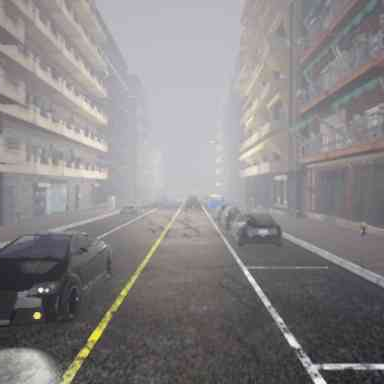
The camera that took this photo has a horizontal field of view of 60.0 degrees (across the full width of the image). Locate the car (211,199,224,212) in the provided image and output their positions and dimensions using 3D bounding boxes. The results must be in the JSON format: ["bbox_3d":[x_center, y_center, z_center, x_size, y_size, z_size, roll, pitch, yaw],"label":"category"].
[{"bbox_3d":[2.695,1.503,25.910,1.802,1.307,4.206,-1,0,0],"label":"car"}]

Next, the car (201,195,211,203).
[{"bbox_3d":[2.720,1.316,65.562,1.887,1.381,4.507,-1,0,0],"label":"car"}]

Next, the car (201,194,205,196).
[{"bbox_3d":[2.707,1.279,48.568,1.967,1.590,4.097,-1,0,0],"label":"car"}]

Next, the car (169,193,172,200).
[{"bbox_3d":[-5.660,1.338,65.513,1.947,1.339,4.313,-1,0,0],"label":"car"}]

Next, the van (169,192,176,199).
[{"bbox_3d":[-5.653,1.042,82.507,1.690,1.788,3.998,-1,0,0],"label":"van"}]

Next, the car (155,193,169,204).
[{"bbox_3d":[-5.664,1.321,59.676,1.752,1.417,4.829,-1,0,0],"label":"car"}]

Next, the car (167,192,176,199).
[{"bbox_3d":[-5.646,0.964,93.836,2.192,1.841,5.009,-1,0,0],"label":"car"}]

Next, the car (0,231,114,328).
[{"bbox_3d":[-3.016,1.543,6.991,1.994,1.385,4.181,0,0,1],"label":"car"}]

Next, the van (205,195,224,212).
[{"bbox_3d":[2.698,1.223,37.238,1.690,1.788,3.998,-1,0,0],"label":"van"}]

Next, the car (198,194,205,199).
[{"bbox_3d":[2.738,1.173,94.055,1.752,1.417,4.829,-1,0,0],"label":"car"}]

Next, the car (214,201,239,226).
[{"bbox_3d":[2.691,1.490,20.245,2.008,1.369,4.403,-1,0,0],"label":"car"}]

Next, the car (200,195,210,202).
[{"bbox_3d":[2.723,1.294,71.226,1.887,1.381,4.507,-1,0,0],"label":"car"}]

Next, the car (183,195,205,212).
[{"bbox_3d":[0.127,1.384,37.443,1.837,1.490,4.892,0,0,0],"label":"car"}]

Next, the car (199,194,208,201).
[{"bbox_3d":[2.727,1.269,76.891,1.887,1.381,4.507,-1,0,0],"label":"car"}]

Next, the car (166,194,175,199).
[{"bbox_3d":[-5.646,1.226,88.172,2.008,1.369,4.403,-1,0,0],"label":"car"}]

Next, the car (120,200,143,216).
[{"bbox_3d":[-5.682,1.453,31.523,2.008,1.369,4.403,-1,0,0],"label":"car"}]

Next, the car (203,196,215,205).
[{"bbox_3d":[2.713,1.398,54.233,1.802,1.307,4.206,-1,0,0],"label":"car"}]

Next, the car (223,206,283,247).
[{"bbox_3d":[2.689,1.522,14.580,1.947,1.339,4.313,-1,0,0],"label":"car"}]
